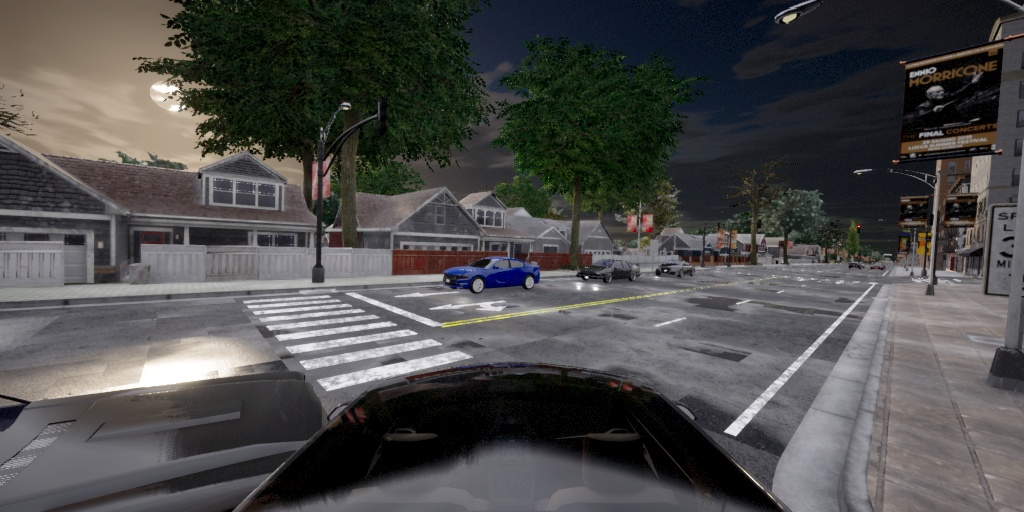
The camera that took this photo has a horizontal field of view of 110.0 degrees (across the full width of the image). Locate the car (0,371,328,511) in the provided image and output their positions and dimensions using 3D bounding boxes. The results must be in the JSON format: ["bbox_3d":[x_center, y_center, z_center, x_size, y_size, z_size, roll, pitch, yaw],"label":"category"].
[{"bbox_3d":[-3.321,1.275,1.497,4.718,1.301,1.895,1,2,-33],"label":"car"}]

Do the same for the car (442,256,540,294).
[{"bbox_3d":[-0.830,0.775,16.637,5.008,1.535,1.882,1,3,-43],"label":"car"}]

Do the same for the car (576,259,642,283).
[{"bbox_3d":[6.468,0.917,23.417,5.357,1.411,2.033,1,2,-43],"label":"car"}]

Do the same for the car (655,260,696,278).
[{"bbox_3d":[13.797,1.009,30.198,4.181,1.385,1.994,1,2,-43],"label":"car"}]
